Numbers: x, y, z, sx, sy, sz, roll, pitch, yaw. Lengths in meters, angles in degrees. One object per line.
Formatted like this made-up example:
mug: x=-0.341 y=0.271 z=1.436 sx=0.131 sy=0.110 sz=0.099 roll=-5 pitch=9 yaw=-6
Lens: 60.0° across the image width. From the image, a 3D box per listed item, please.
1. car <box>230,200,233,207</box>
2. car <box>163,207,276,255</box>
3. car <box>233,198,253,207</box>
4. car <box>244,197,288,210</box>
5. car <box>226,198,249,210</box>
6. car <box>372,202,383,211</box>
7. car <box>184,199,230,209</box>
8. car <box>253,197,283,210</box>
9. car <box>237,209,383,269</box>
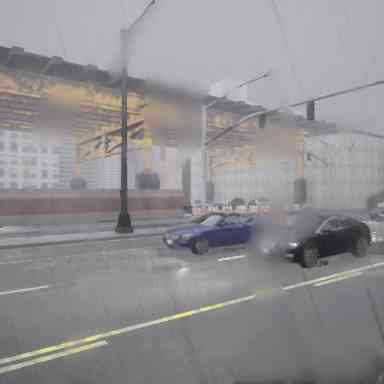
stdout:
car: x=1.522 y=1.453 z=35.238 sx=4.974 sy=1.542 sz=2.038 roll=0 pitch=0 yaw=8
car: x=1.087 y=1.526 z=13.362 sx=4.674 sy=1.442 sz=1.812 roll=0 pitch=0 yaw=-36
car: x=5.269 y=1.453 z=37.920 sx=2.038 sy=1.542 sz=4.974 roll=0 pitch=0 yaw=18
car: x=9.183 y=1.453 z=41.677 sx=4.974 sy=1.542 sz=2.038 roll=0 pitch=0 yaw=-7
car: x=5.285 y=1.295 z=37.970 sx=1.853 sy=1.218 sz=4.536 roll=0 pitch=0 yaw=18
car: x=15.991 y=1.525 z=27.246 sx=1.812 sy=1.442 sz=4.674 roll=0 pitch=0 yaw=39
car: x=1.471 y=1.295 z=35.245 sx=4.536 sy=1.218 sz=1.853 roll=0 pitch=0 yaw=8
car: x=9.131 y=1.295 z=41.670 sx=4.536 sy=1.218 sz=1.853 roll=0 pitch=0 yaw=-7
car: x=4.154 y=1.491 z=11.263 sx=4.902 sy=1.511 sz=2.128 roll=0 pitch=0 yaw=-36
